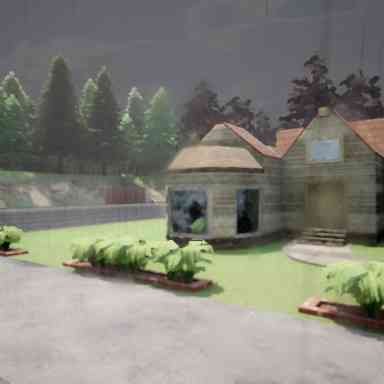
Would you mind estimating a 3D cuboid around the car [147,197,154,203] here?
[{"bbox_3d":[-8.935,1.759,59.721,2.097,1.767,4.553,-1,0,36],"label":"car"}]
